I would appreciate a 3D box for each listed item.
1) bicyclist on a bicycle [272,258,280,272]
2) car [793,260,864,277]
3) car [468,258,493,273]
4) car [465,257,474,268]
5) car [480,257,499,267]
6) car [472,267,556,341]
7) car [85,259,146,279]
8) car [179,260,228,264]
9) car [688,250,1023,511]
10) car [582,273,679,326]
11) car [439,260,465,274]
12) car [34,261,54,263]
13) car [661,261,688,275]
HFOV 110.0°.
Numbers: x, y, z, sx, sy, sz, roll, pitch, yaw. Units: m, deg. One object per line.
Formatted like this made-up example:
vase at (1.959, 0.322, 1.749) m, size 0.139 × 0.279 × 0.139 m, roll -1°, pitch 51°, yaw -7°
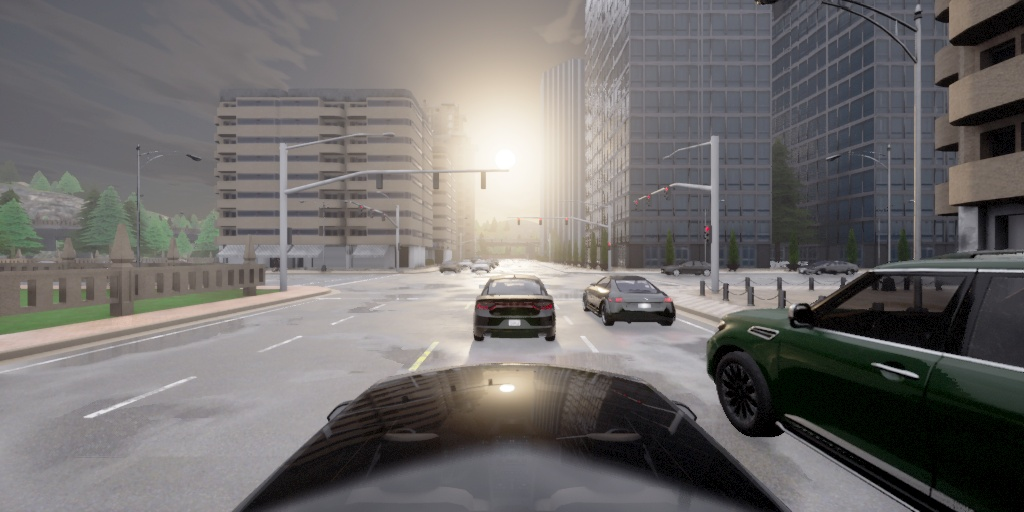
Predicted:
bicyclist on a bicycle at (-26.084, 0.995, 39.847) m, size 0.582 × 1.620 × 1.656 m, roll 0°, pitch 0°, yaw 7°
car at (30.447, 1.183, 34.586) m, size 4.902 × 1.511 × 2.128 m, roll 0°, pitch 0°, yaw 0°
car at (-3.602, 1.265, 41.632) m, size 1.812 × 1.442 × 4.674 m, roll 0°, pitch -1°, yaw 0°
car at (-7.089, 1.276, 55.625) m, size 1.812 × 1.442 × 4.674 m, roll 0°, pitch 0°, yaw 0°
car at (-3.595, 1.243, 55.510) m, size 2.128 × 1.511 × 4.902 m, roll 0°, pitch 0°, yaw 0°
car at (0.068, 1.228, 9.885) m, size 1.882 × 1.535 × 5.008 m, roll 0°, pitch 0°, yaw 0°
car at (-32.696, 1.220, 29.225) m, size 4.674 × 1.442 × 1.812 m, roll 0°, pitch 0°, yaw 15°
car at (-22.880, 1.220, 27.922) m, size 4.674 × 1.442 × 1.812 m, roll 0°, pitch 0°, yaw 4°
car at (3.601, 0.971, 2.295) m, size 2.150 × 2.045 × 5.566 m, roll 0°, pitch 0°, yaw 0°
car at (3.577, 1.314, 11.663) m, size 1.994 × 1.385 × 4.181 m, roll 0°, pitch 0°, yaw 0°
car at (-7.104, 1.293, 41.598) m, size 2.033 × 1.411 × 5.357 m, roll 0°, pitch 0°, yaw 0°
car at (-48.112, 1.220, 36.874) m, size 4.674 × 1.442 × 1.812 m, roll 0°, pitch 0°, yaw 40°
car at (16.974, 1.199, 34.665) m, size 4.892 × 1.490 × 1.837 m, roll 0°, pitch 0°, yaw 0°
